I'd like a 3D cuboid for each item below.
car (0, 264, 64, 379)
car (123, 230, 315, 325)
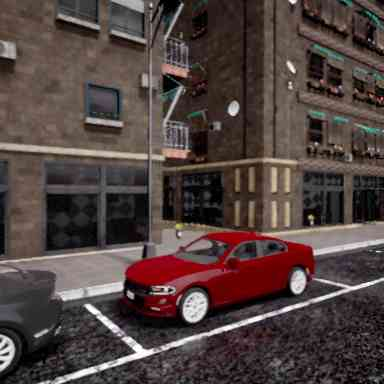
[{"bbox_3d":[-3.827,1.548,3.827,4.403,1.369,2.008,0,0,-35],"label":"car"},{"bbox_3d":[0.762,1.556,7.100,4.507,1.381,1.887,0,0,-35],"label":"car"}]
